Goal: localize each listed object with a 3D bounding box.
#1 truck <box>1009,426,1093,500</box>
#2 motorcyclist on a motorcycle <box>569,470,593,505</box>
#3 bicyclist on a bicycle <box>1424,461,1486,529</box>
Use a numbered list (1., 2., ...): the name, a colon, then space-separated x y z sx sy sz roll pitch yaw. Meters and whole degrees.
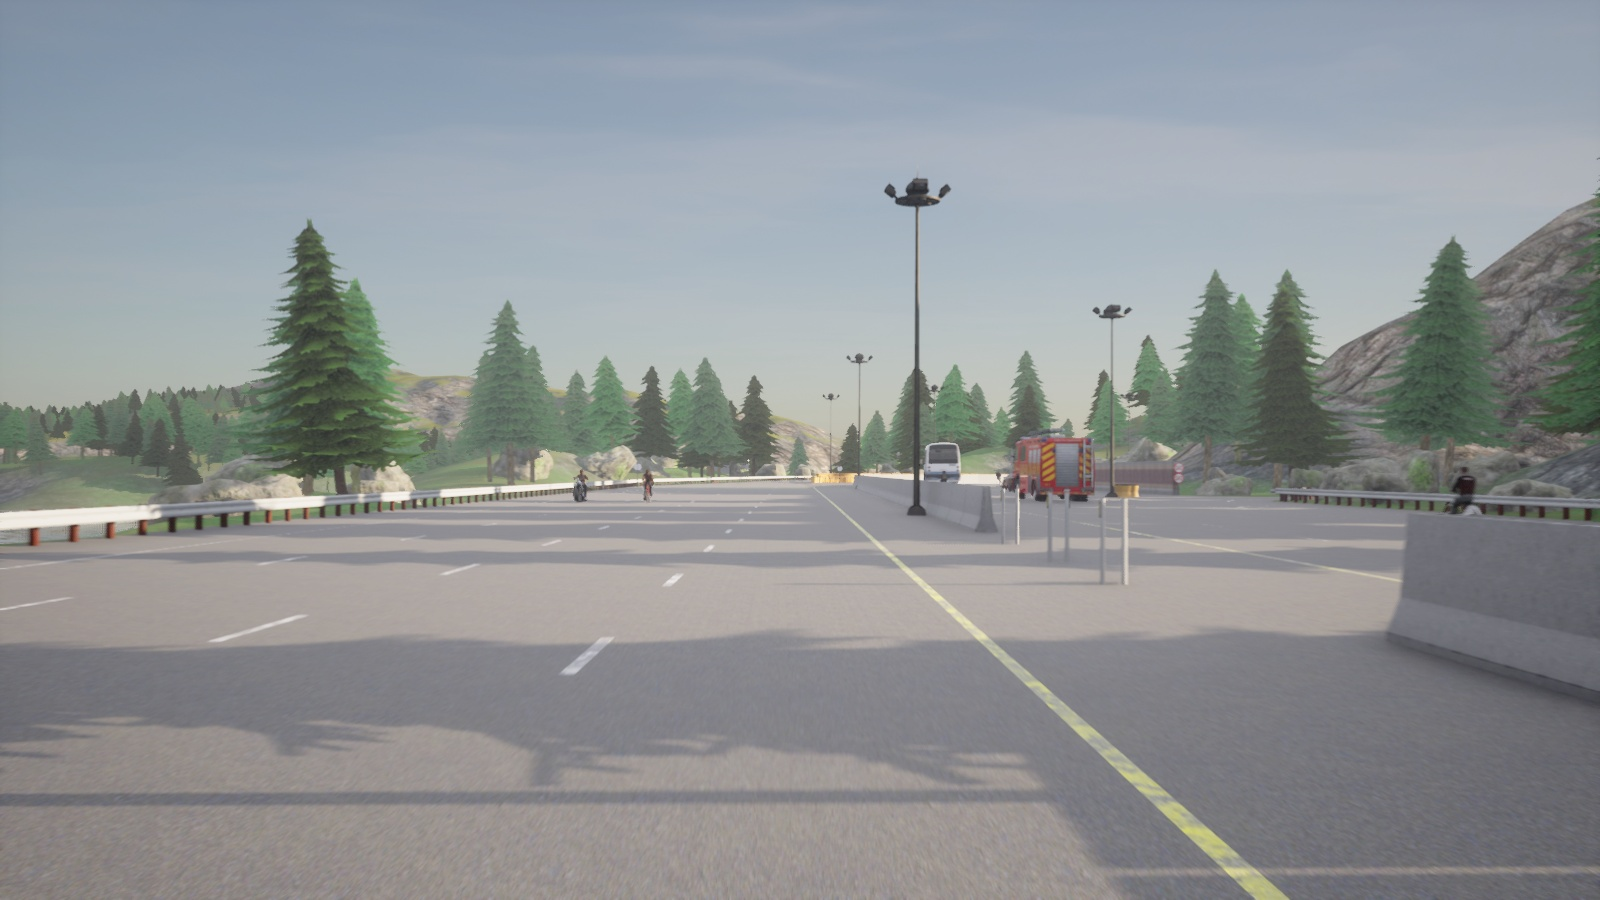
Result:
1. truck: 13.812 0.757 69.704 2.891 3.827 8.468 0 -1 0
2. motorcyclist on a motorcycle: -10.645 1.826 61.055 0.766 1.649 2.350 0 -1 0
3. bicyclist on a bicycle: 17.420 1.173 33.427 0.659 1.776 1.843 0 -1 0
